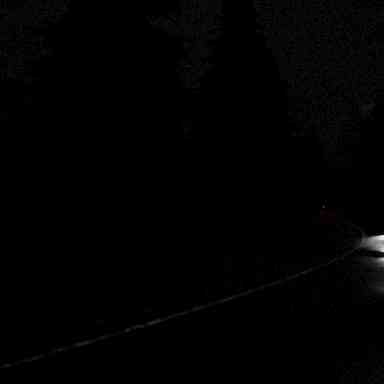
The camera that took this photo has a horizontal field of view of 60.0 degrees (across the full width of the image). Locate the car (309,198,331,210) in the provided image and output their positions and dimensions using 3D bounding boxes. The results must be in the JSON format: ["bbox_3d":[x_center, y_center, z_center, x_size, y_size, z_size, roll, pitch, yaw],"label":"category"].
[{"bbox_3d":[13.635,1.320,38.223,1.895,1.301,4.718,0,0,-17],"label":"car"}]

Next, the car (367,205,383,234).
[{"bbox_3d":[10.707,1.404,17.681,1.994,1.385,4.181,0,0,19],"label":"car"}]
